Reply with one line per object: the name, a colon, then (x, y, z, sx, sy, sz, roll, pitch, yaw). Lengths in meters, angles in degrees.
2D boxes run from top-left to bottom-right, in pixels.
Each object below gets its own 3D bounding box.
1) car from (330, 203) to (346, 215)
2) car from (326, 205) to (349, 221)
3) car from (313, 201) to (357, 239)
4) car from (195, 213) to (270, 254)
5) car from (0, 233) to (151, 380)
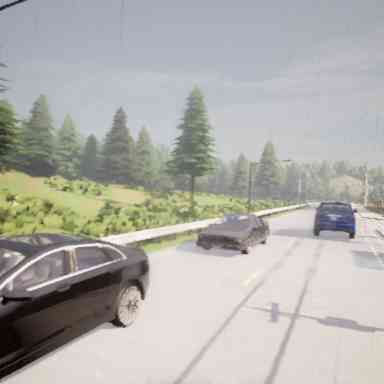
car: (20.233, 2.318, 45.935, 1.812, 1.442, 4.674, 2, 0, 25)
car: (15.264, 2.162, 34.844, 1.994, 1.385, 4.181, 2, 0, 25)
car: (8.738, 1.564, 20.286, 2.150, 2.045, 5.566, 2, 0, 25)
car: (2.012, 1.615, 14.236, 2.033, 1.411, 5.357, 2, 0, 25)
car: (-2.385, 1.387, 4.536, 2.128, 1.511, 4.902, 2, 0, 24)
